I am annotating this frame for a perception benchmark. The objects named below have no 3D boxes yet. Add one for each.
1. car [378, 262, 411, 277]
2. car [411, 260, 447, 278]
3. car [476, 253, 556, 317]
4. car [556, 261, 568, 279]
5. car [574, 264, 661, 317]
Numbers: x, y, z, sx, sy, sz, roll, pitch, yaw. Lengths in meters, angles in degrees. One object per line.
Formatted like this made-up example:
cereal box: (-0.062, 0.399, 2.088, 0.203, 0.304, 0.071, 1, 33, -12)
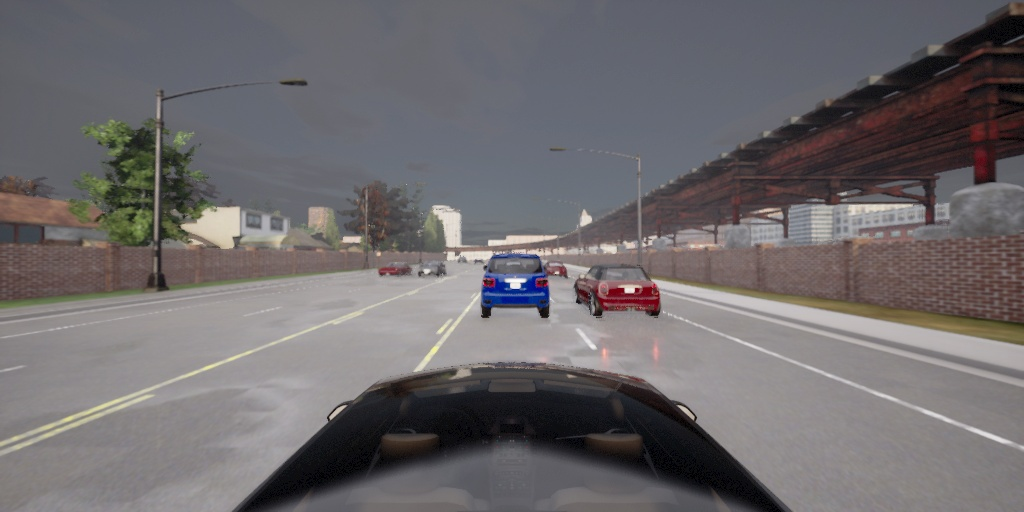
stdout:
car: (-10.587, 1.216, 32.766, 1.895, 1.301, 4.718, 0, 0, 0)
car: (-7.085, 1.111, 32.189, 2.128, 1.511, 4.902, 0, 0, 0)
car: (0.104, 0.929, 13.055, 2.150, 2.045, 5.566, 0, 0, 0)
car: (3.611, 1.150, 30.832, 1.812, 1.442, 4.674, 0, 0, 0)
car: (3.603, 1.059, 13.088, 2.097, 1.767, 4.553, 0, 0, 0)
